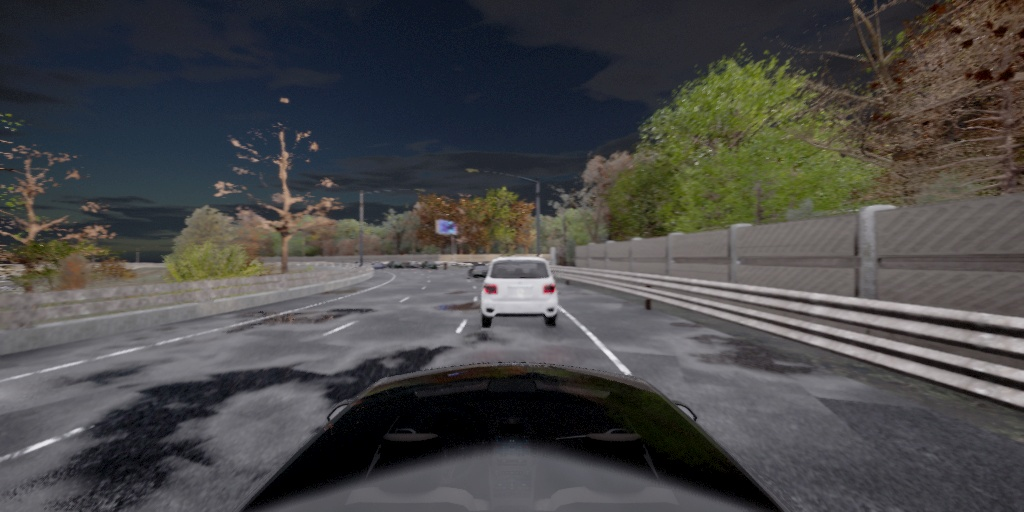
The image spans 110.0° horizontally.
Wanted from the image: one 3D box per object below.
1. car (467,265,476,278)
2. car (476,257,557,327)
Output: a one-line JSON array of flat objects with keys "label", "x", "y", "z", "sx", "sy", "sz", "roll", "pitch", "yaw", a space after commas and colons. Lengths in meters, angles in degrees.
[{"label": "car", "x": -3.487, "y": 1.622, "z": 37.906, "sx": 1.994, "sy": 1.385, "sz": 4.181, "roll": 0, "pitch": -1, "yaw": -15}, {"label": "car", "x": 0.150, "y": 1.053, "z": 12.036, "sx": 2.150, "sy": 2.045, "sz": 5.566, "roll": 0, "pitch": 0, "yaw": -1}]
